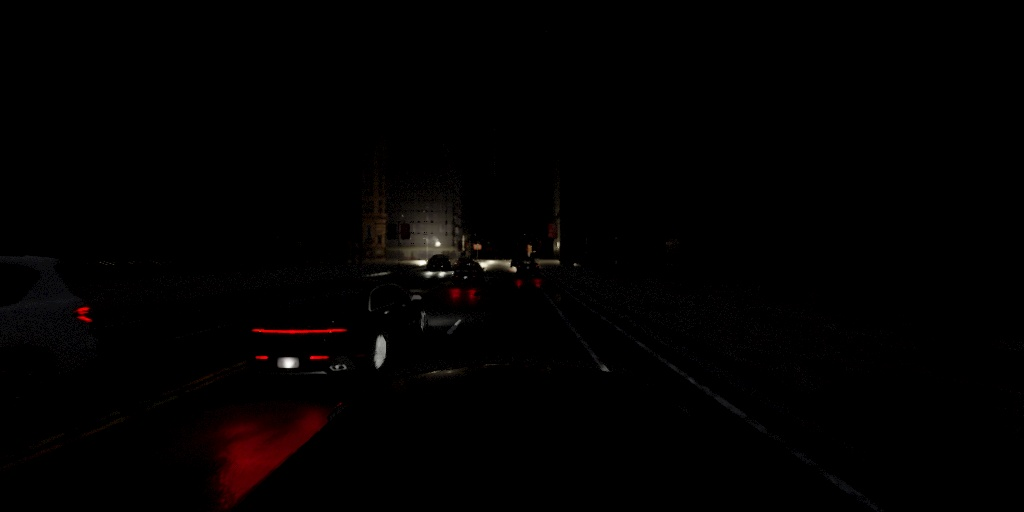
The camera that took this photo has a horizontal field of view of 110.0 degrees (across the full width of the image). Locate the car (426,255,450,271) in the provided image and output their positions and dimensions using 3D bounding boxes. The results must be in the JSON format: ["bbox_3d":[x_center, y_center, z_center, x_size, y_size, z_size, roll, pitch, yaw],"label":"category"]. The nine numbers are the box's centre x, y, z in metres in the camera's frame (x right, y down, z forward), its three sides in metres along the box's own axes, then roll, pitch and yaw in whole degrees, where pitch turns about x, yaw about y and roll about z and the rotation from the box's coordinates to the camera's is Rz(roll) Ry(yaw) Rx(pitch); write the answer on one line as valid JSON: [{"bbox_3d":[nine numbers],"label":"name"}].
[{"bbox_3d":[-9.312,0.854,45.908,2.150,2.045,5.566,0,0,1],"label":"car"}]

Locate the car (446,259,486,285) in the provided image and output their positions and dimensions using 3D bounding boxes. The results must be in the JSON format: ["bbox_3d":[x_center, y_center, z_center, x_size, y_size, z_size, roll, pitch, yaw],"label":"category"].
[{"bbox_3d":[-2.980,1.176,25.559,2.128,1.511,4.902,0,0,1],"label":"car"}]

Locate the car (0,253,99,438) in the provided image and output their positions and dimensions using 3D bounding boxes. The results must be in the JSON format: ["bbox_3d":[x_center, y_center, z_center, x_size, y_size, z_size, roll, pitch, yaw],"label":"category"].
[{"bbox_3d":[-6.595,0.968,2.384,2.150,2.045,5.566,0,0,0],"label":"car"}]

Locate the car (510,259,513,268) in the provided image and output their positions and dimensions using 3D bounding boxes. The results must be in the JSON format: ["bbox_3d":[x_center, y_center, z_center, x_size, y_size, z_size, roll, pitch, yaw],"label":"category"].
[{"bbox_3d":[0.696,1.130,56.270,1.812,1.442,4.674,0,0,2],"label":"car"}]

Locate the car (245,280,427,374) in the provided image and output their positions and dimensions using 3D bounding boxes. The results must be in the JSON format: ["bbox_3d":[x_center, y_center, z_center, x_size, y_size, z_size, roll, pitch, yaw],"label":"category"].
[{"bbox_3d":[-3.132,1.239,7.454,1.837,1.490,4.892,0,0,0],"label":"car"}]

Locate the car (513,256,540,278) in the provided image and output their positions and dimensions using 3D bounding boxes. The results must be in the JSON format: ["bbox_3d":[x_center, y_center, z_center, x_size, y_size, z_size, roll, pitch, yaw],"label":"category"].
[{"bbox_3d":[1.419,1.017,33.217,2.097,1.767,4.553,0,0,1],"label":"car"}]
